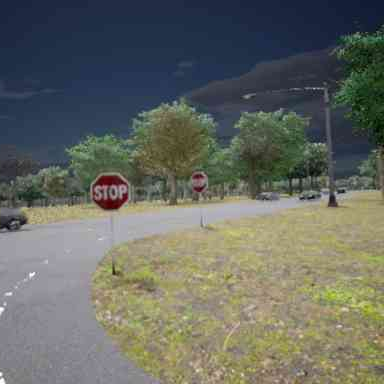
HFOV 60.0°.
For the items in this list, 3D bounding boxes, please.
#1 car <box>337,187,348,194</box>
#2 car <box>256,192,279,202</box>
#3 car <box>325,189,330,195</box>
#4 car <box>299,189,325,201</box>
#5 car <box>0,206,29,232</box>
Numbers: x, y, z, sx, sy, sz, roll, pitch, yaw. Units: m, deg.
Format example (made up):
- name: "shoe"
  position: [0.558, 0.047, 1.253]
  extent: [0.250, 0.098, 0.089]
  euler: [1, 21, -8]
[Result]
- name: "car"
  position: [36.368, -0.371, 80.329]
  extent: [1.882, 1.535, 5.008]
  euler: [-4, -1, 31]
- name: "car"
  position: [11.316, 0.707, 49.584]
  extent: [2.033, 1.411, 5.357]
  euler: [-4, -1, 34]
- name: "car"
  position: [31.774, -0.073, 79.883]
  extent: [1.812, 1.442, 4.674]
  euler: [-4, -1, 34]
- name: "car"
  position: [15.423, 0.442, 43.179]
  extent: [1.895, 1.301, 4.718]
  euler: [-4, -1, 34]
- name: "car"
  position: [-10.803, 1.454, 16.908]
  extent: [1.812, 1.442, 4.674]
  euler: [-4, -1, 34]
